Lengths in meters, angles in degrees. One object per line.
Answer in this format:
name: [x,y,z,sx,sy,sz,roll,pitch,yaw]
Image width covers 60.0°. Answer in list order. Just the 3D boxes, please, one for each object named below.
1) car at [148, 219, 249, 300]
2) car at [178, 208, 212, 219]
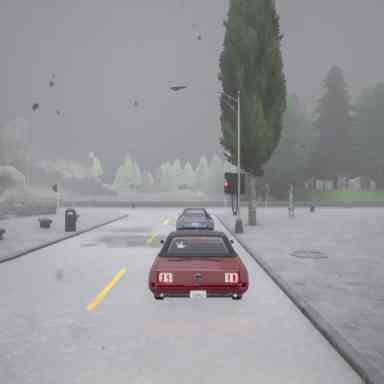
car: [0.127,1.601,8.351,1.895,1.301,4.718,0,0,0]
car: [0.162,1.564,18.390,1.994,1.385,4.181,0,0,0]
